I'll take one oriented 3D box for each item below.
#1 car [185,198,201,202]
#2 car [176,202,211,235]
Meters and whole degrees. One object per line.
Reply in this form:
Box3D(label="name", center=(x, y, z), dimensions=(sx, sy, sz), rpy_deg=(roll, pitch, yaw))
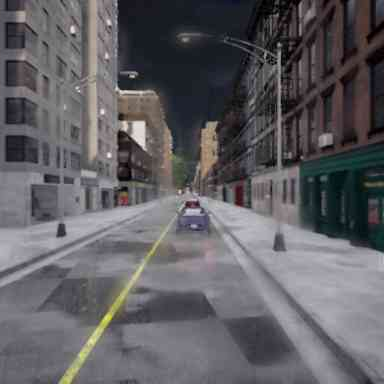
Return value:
Box3D(label="car", center=(0.098, 1.483, 42.844), dimensions=(1.882, 1.535, 5.008), rpy_deg=(0, 0, 0))
Box3D(label="car", center=(0.099, 1.527, 18.811), dimensions=(1.812, 1.442, 4.674), rpy_deg=(0, 0, 0))
